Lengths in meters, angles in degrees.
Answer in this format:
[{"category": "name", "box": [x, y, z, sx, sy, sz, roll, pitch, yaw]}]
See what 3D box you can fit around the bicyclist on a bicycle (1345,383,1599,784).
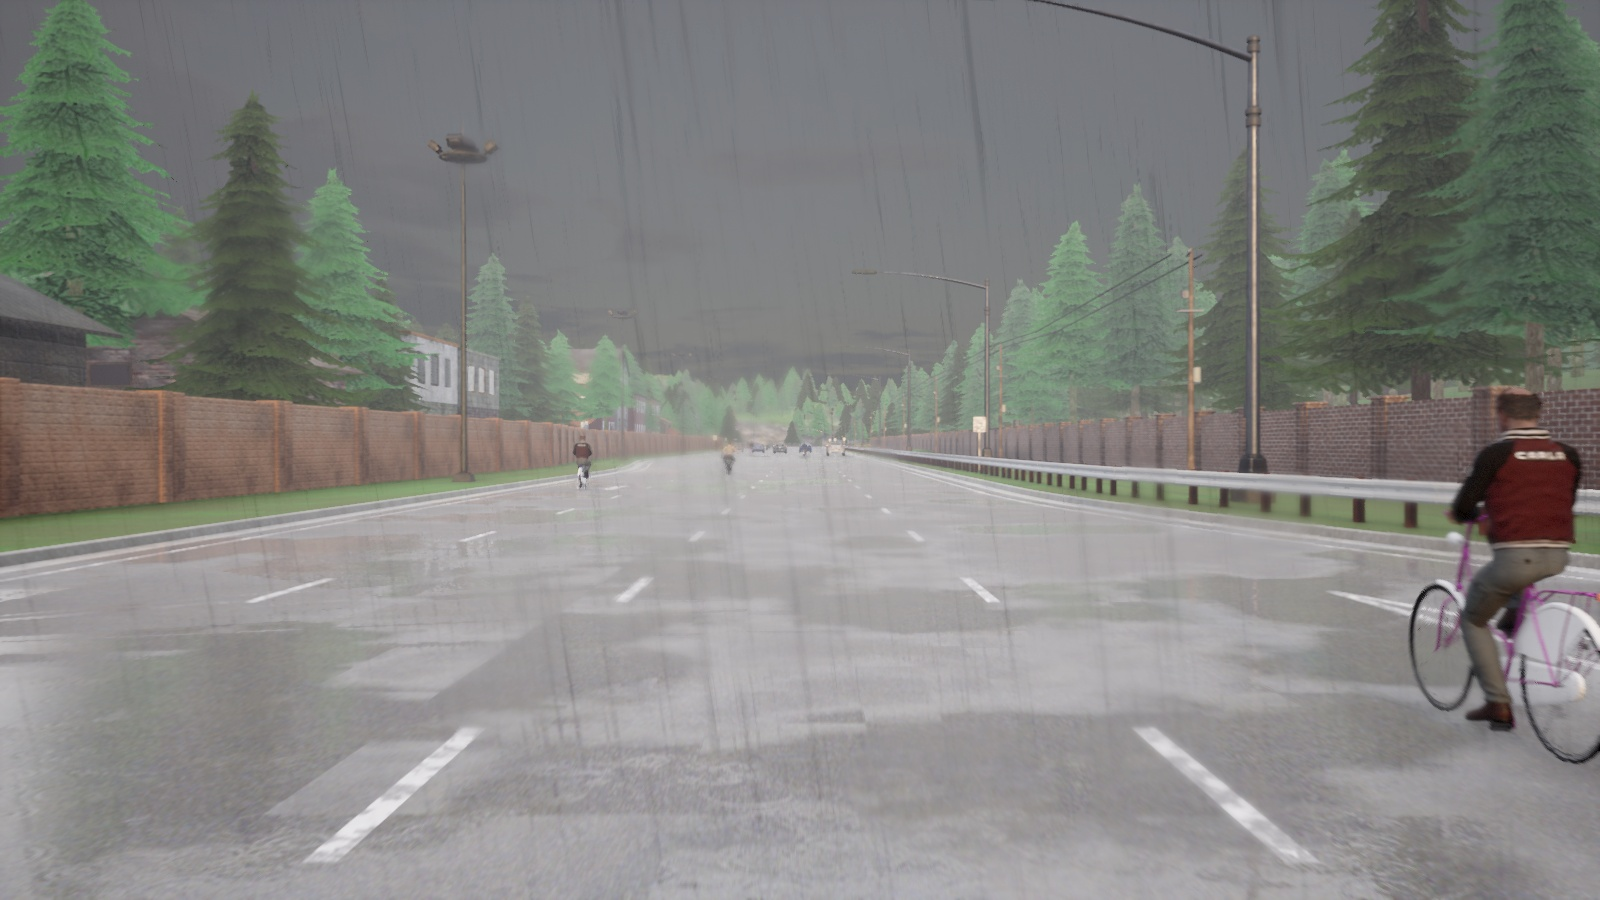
[{"category": "bicyclist on a bicycle", "box": [3.544, 0.583, 6.479, 0.659, 1.776, 1.843, 0, 0, 0]}]
